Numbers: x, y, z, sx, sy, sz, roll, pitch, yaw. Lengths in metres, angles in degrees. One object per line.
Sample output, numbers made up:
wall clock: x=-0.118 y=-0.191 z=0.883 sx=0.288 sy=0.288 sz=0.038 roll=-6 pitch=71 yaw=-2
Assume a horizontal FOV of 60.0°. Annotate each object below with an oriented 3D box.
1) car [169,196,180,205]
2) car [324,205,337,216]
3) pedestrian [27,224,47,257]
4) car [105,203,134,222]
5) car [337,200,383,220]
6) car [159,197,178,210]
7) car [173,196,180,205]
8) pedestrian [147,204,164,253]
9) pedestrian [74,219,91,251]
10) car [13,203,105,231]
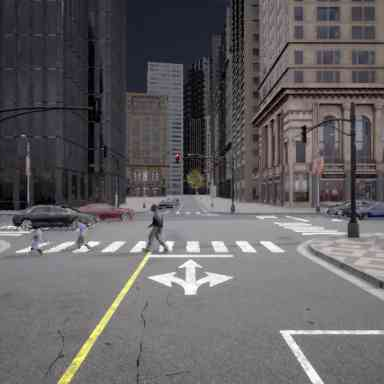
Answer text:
car: x=-3.266 y=1.614 z=63.692 sx=1.837 sy=1.490 sz=4.892 roll=0 pitch=0 yaw=0
car: x=14.513 y=1.488 z=30.073 sx=4.902 sy=1.511 sz=2.128 roll=0 pitch=0 yaw=-2
pedestrian: x=-5.340 y=1.297 z=11.533 sx=0.375 sy=1.860 sz=0.375 roll=0 pitch=0 yaw=0
car: x=-6.735 y=1.542 z=25.262 sx=4.674 sy=1.442 sz=1.812 roll=0 pitch=0 yaw=-21
car: x=14.993 y=1.517 z=26.777 sx=5.357 sy=1.411 sz=2.033 roll=0 pitch=0 yaw=0
car: x=-3.211 y=1.654 z=42.897 sx=1.895 sy=1.301 sz=4.718 roll=0 pitch=0 yaw=0
car: x=-3.251 y=1.570 z=52.900 sx=2.128 sy=1.511 sz=4.902 roll=0 pitch=0 yaw=0
pedestrian: x=-1.328 y=1.292 z=12.141 sx=0.375 sy=1.860 sz=0.375 roll=0 pitch=0 yaw=0
pedestrian: x=-4.197 y=1.565 z=12.731 sx=0.375 sy=1.300 sz=0.375 roll=0 pitch=0 yaw=0
car: x=-8.065 y=1.495 z=19.965 sx=4.892 sy=1.490 sz=1.837 roll=-1 pitch=0 yaw=0
